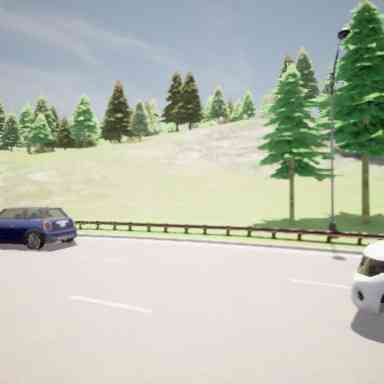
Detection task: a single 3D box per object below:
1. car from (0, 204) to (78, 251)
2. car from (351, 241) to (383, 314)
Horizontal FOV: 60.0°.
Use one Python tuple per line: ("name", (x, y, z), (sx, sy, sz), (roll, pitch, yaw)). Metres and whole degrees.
("car", (-7.331, 1.387, 14.294), (4.553, 1.767, 2.097), (0, 0, 18))
("car", (5.256, 1.187, 4.470), (5.566, 2.045, 2.150), (0, 0, 37))
